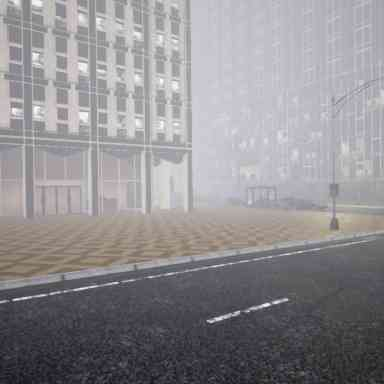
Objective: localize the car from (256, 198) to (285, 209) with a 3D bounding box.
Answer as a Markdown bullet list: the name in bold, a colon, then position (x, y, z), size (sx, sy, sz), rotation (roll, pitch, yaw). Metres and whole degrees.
- **car**: position (9.592, 1.388, 41.269), size (1.802, 1.307, 4.206), rotation (0, 1, -34)

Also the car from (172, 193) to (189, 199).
- **car**: position (-2.598, 0.936, 74.226), size (1.802, 1.307, 4.206), rotation (0, 1, -34)

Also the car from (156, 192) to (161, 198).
- **car**: position (-5.800, 0.615, 78.919), size (2.192, 1.841, 5.009), rotation (0, 1, -34)

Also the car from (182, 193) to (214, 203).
- **car**: position (0.934, 1.132, 58.829), size (2.033, 1.411, 5.357), rotation (-1, 1, -34)

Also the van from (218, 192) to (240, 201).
- **van**: position (7.006, 0.855, 60.134), size (1.690, 1.788, 3.998), rotation (0, 1, -34)

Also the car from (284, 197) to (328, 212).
- **car**: position (12.780, 1.423, 36.561), size (1.947, 1.339, 4.313), rotation (0, 1, -34)

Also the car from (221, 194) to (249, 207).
- **car**: position (6.439, 1.319, 45.997), size (1.947, 1.339, 4.313), rotation (0, 1, -34)

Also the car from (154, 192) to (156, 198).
- **car**: position (-9.002, 0.686, 83.616), size (1.967, 1.590, 4.097), rotation (0, 1, -34)

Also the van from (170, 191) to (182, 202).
- **van**: position (-3.120, 0.937, 60.112), size (1.690, 1.788, 3.998), rotation (0, 1, -34)

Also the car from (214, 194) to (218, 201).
- **car**: position (3.805, 1.043, 64.833), size (1.802, 1.307, 4.206), rotation (0, 1, -34)

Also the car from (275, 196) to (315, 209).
- **car**: position (12.751, 1.302, 41.422), size (1.812, 1.442, 4.674), rotation (-1, 1, -34)
